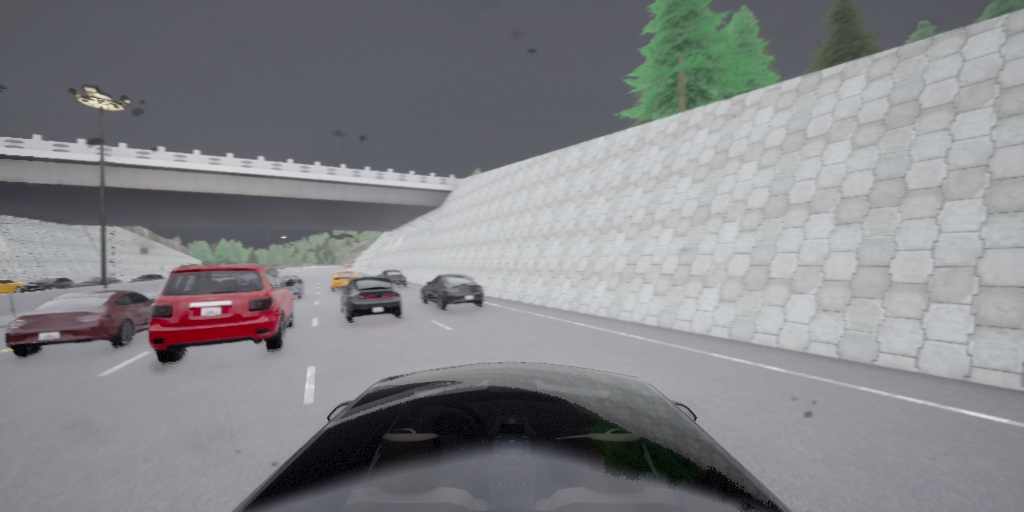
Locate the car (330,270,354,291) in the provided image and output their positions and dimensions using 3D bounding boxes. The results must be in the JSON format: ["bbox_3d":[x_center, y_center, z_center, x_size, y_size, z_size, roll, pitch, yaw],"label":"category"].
[{"bbox_3d":[-13.224,1.876,28.318,1.882,1.535,5.008,-1,-1,-28],"label":"car"}]

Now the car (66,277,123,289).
[{"bbox_3d":[-41.259,2.788,35.937,2.033,1.411,5.357,-1,-1,-28],"label":"car"}]

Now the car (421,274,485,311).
[{"bbox_3d":[-2.730,1.506,16.087,1.812,1.442,4.674,-1,-1,-28],"label":"car"}]

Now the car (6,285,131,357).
[{"bbox_3d":[-11.409,1.676,10.038,1.812,1.442,4.674,-1,-1,-28],"label":"car"}]

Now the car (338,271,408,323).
[{"bbox_3d":[-5.483,1.537,13.805,1.837,1.490,4.892,-1,0,-28],"label":"car"}]

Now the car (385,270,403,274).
[{"bbox_3d":[-9.870,1.845,29.462,1.812,1.442,4.674,-1,-1,-28],"label":"car"}]

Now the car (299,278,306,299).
[{"bbox_3d":[-13.858,1.894,22.009,2.033,1.411,5.357,-1,-1,-28],"label":"car"}]

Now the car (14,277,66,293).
[{"bbox_3d":[-44.487,2.820,34.568,1.837,1.490,4.892,-1,-1,-28],"label":"car"}]

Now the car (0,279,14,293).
[{"bbox_3d":[-47.417,2.849,32.625,1.882,1.535,5.008,-1,-1,-28],"label":"car"}]

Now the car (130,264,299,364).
[{"bbox_3d":[-7.126,1.247,9.399,2.150,2.045,5.566,-1,-1,-28],"label":"car"}]
